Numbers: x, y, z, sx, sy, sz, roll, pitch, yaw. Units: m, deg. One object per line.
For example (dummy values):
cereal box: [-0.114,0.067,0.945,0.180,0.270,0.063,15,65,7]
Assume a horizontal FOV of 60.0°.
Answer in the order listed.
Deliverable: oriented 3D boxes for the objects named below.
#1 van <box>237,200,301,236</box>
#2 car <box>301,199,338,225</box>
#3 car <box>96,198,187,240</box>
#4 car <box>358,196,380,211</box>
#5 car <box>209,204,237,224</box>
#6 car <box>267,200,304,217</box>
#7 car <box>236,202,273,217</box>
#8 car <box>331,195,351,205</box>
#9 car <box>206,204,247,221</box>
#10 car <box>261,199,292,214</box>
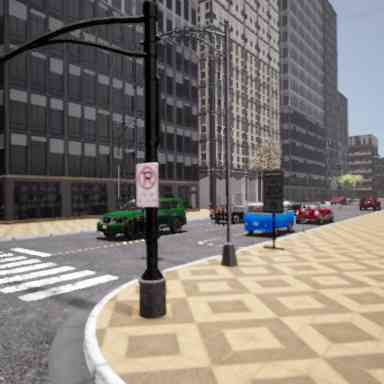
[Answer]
van: [4.477,1.462,18.932,1.690,1.788,3.998,-1,-1,38]
car: [9.443,1.565,25.559,1.967,1.590,4.097,-1,-1,38]
car: [-2.627,1.405,18.728,2.150,2.045,5.566,-1,-1,39]
car: [23.022,1.452,43.190,2.192,1.841,5.009,-1,-1,38]
car: [3.576,1.787,26.806,1.895,1.301,4.718,-1,-1,38]
car: [9.943,1.682,35.057,2.128,1.511,4.902,-1,-1,38]
car: [6.597,1.762,34.775,1.887,1.381,4.507,-1,-1,38]
car: [26.967,1.559,61.223,2.192,1.841,5.009,-1,-1,38]
car: [3.202,1.798,30.367,1.802,1.307,4.206,-1,-1,38]
car: [9.991,1.661,39.183,1.967,1.590,4.097,-1,-1,38]
